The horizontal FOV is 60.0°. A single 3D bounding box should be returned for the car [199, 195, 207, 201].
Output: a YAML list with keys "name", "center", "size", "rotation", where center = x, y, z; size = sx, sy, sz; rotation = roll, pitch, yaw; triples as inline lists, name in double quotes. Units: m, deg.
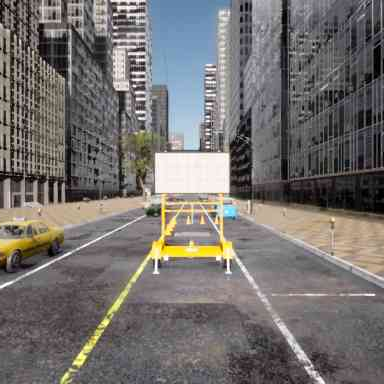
- name: "car"
  center: [2.768, 1.561, 84.521]
  size: [1.887, 1.381, 4.507]
  rotation: [0, 0, 0]

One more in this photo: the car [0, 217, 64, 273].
- name: "car"
  center: [-5.683, 1.526, 10.676]
  size: [1.752, 1.417, 4.829]
  rotation: [0, 0, 0]

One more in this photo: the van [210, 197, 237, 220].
- name: "van"
  center: [2.713, 1.344, 27.841]
  size: [1.690, 1.788, 3.998]
  rotation: [0, 0, 0]

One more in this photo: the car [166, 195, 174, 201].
- name: "car"
  center: [-5.613, 1.541, 84.360]
  size: [1.752, 1.417, 4.829]
  rotation: [0, 0, 0]

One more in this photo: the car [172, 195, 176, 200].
- name: "car"
  center: [-5.618, 1.330, 78.862]
  size: [2.192, 1.841, 5.009]
  rotation: [0, 0, 0]

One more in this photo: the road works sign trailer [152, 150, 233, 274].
- name: "road works sign trailer"
  center: [0.009, 0.465, 10.577]
  size: [2.380, 3.560, 2.880]
  rotation: [0, 0, 0]

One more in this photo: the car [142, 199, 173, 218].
- name: "car"
  center: [-3.073, 1.604, 30.597]
  size: [1.895, 1.301, 4.718]
  rotation: [0, 0, 0]

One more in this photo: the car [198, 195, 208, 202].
- name: "car"
  center: [2.757, 1.564, 73.185]
  size: [2.008, 1.369, 4.403]
  rotation: [0, 0, 0]

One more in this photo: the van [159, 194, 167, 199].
- name: "van"
  center: [-5.640, 1.350, 56.190]
  size: [1.690, 1.788, 3.998]
  rotation: [0, 0, 0]

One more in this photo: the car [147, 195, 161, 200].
- name: "car"
  center: [-5.651, 1.531, 44.684]
  size: [1.752, 1.417, 4.829]
  rotation: [0, 0, 0]

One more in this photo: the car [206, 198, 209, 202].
- name: "car"
  center: [2.719, 1.529, 33.678]
  size: [1.752, 1.417, 4.829]
  rotation: [0, 0, 0]

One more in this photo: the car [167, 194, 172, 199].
- name: "car"
  center: [-5.628, 1.562, 67.526]
  size: [2.008, 1.369, 4.403]
  rotation: [0, 0, 0]

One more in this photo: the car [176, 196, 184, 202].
- name: "car"
  center: [-2.924, 1.563, 80.588]
  size: [2.033, 1.411, 5.357]
  rotation: [0, 0, 0]
